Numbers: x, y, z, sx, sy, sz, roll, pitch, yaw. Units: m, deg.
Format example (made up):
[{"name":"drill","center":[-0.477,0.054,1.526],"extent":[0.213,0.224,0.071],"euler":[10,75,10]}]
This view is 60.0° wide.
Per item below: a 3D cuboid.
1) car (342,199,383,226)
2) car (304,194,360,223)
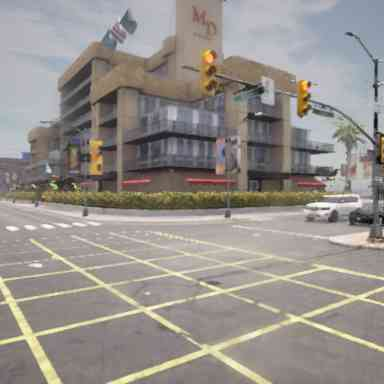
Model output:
[{"name":"car","center":[12.773,1.475,22.855],"extent":[5.008,1.535,1.882],"euler":[0,0,-35]},{"name":"car","center":[11.173,1.219,25.999],"extent":[5.566,2.045,2.150],"euler":[0,0,-35]}]
